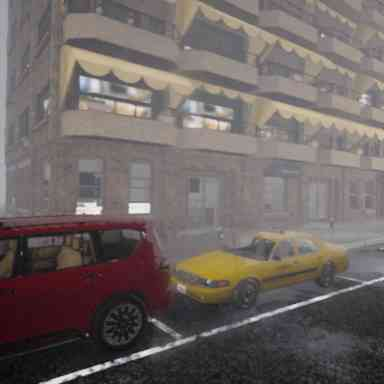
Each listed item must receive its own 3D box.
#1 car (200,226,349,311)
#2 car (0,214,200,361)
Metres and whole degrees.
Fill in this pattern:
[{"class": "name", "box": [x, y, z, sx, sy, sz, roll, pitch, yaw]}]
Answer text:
[{"class": "car", "box": [1.772, 1.526, 7.764, 4.829, 1.417, 1.752, 0, 1, -35]}, {"class": "car", "box": [-2.603, 1.315, 4.639, 5.009, 1.841, 2.192, 0, 1, -35]}]
